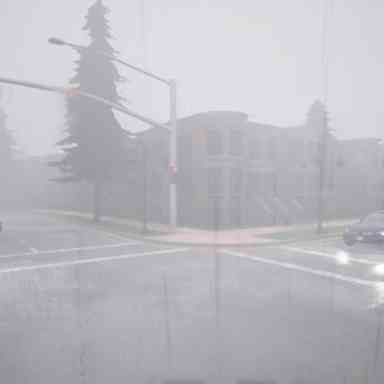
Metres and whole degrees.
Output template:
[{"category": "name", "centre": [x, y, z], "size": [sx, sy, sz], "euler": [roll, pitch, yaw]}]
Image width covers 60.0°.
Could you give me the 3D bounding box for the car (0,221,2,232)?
[{"category": "car", "centre": [-10.923, 1.601, 16.798], "size": [1.895, 1.301, 4.718], "euler": [0, 0, -36]}]

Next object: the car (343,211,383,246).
[{"category": "car", "centre": [8.408, 1.540, 14.287], "size": [4.674, 1.442, 1.812], "euler": [0, 0, -36]}]
